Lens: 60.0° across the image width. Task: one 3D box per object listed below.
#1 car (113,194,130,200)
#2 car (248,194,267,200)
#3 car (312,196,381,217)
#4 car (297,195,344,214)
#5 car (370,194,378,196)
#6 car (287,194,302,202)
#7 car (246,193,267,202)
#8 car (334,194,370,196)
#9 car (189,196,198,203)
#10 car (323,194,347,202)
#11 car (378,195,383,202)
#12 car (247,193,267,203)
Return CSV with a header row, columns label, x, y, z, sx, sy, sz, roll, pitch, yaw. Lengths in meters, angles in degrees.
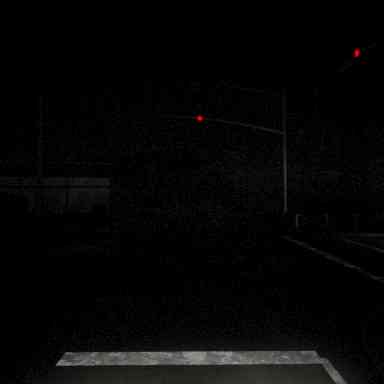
label,x,y,z,sx,sy,sz,roll,pitch,yaw
car,-19.455,1.333,91.650,4.674,1.442,1.812,0,0,0
car,18.080,1.334,91.697,4.902,1.511,2.128,0,0,0
car,13.063,1.340,28.344,4.514,1.523,2.007,0,0,0
car,12.999,1.330,31.481,5.027,1.636,2.152,0,0,0
car,38.338,1.232,69.156,3.806,1.475,1.970,0,0,0
car,21.291,1.097,65.809,4.605,1.855,1.932,0,0,0
car,13.410,1.077,69.065,3.866,1.878,1.905,0,0,0
car,20.626,1.320,43.357,3.633,1.501,1.845,0,0,0
car,0.232,1.547,69.759,2.033,1.411,5.357,0,0,0
car,31.274,1.298,72.790,4.514,1.523,2.007,0,0,0
car,38.686,1.154,62.739,5.027,1.636,2.152,0,0,0
car,12.812,1.361,65.738,3.806,1.475,1.970,0,0,0
